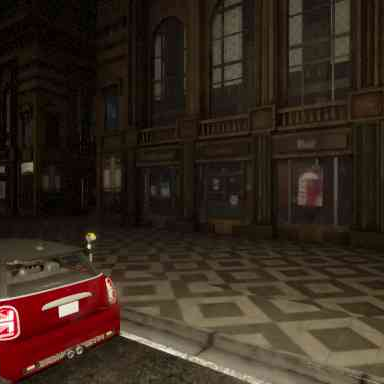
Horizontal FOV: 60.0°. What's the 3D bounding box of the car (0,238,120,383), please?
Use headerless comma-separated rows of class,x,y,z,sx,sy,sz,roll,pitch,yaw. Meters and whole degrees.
car,-3.069,1.440,5.157,4.097,1.590,1.967,0,0,36
